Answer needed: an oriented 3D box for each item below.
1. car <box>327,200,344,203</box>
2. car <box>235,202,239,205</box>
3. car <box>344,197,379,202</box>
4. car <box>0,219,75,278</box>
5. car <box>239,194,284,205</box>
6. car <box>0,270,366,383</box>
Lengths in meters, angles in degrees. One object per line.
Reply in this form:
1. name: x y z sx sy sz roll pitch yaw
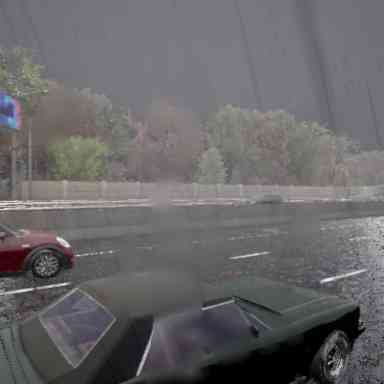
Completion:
1. car: 18.366 1.636 42.831 4.718 1.301 1.895 0 0 -35
2. car: 7.649 1.546 43.790 4.674 1.442 1.812 0 0 -35
3. car: 21.081 1.389 40.466 4.553 1.767 2.097 0 0 -35
4. car: -5.426 1.352 8.474 4.553 1.767 2.097 0 0 -35
5. car: 8.772 1.240 40.305 5.566 2.045 2.150 0 0 -35
6. car: -0.108 1.600 3.667 4.718 1.301 1.895 0 0 -35
